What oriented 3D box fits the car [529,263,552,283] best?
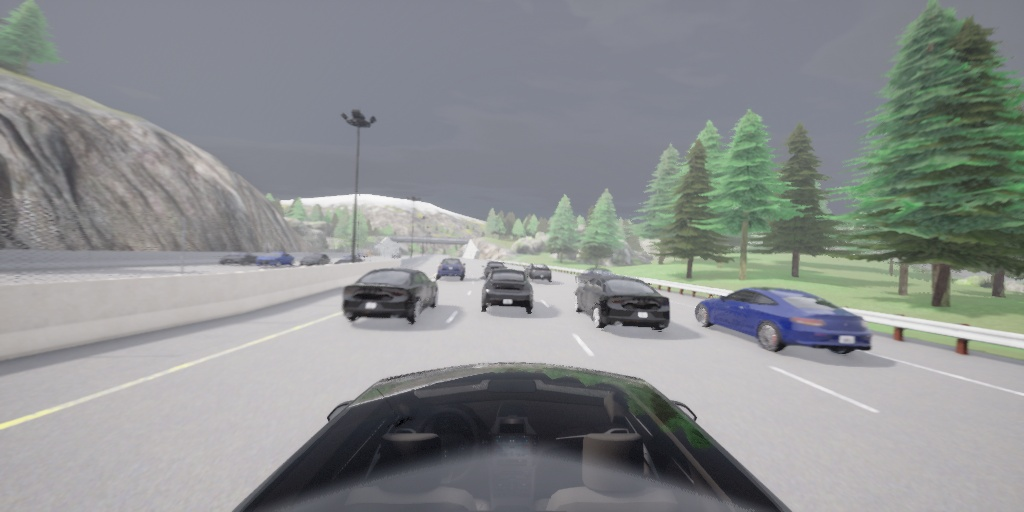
[{"bbox_3d":[2.052,1.360,30.090,2.128,1.511,4.902,2,0,-6],"label":"car"}]

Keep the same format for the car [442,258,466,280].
[{"bbox_3d":[-4.910,0.942,29.444,2.097,1.767,4.553,2,0,-6],"label":"car"}]

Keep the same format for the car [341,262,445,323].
[{"bbox_3d":[-3.627,1.095,11.553,1.882,1.535,5.008,2,0,-1],"label":"car"}]

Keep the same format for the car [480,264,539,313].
[{"bbox_3d":[-0.220,1.262,14.279,1.837,1.490,4.892,2,0,-2],"label":"car"}]

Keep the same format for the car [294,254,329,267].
[{"bbox_3d":[-20.309,0.491,37.252,1.837,1.490,4.892,2,0,-9],"label":"car"}]

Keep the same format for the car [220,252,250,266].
[{"bbox_3d":[-27.192,0.275,36.017,1.994,1.385,4.181,2,0,-9],"label":"car"}]

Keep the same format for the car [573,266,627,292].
[{"bbox_3d":[6.047,1.569,25.428,2.033,1.411,5.357,2,0,-5],"label":"car"}]

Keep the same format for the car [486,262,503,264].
[{"bbox_3d":[-1.480,1.232,30.200,1.837,1.490,4.892,2,0,-7],"label":"car"}]

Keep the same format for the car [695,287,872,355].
[{"bbox_3d":[6.898,1.561,9.721,1.812,1.442,4.674,2,0,-1],"label":"car"}]

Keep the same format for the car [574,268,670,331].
[{"bbox_3d":[3.356,1.374,11.830,1.882,1.535,5.008,2,0,-1],"label":"car"}]

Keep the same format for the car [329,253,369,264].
[{"bbox_3d":[-16.763,0.675,37.357,2.033,1.411,5.357,2,0,-9],"label":"car"}]

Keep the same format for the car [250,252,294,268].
[{"bbox_3d":[-23.646,0.329,36.045,1.882,1.535,5.008,2,0,-9],"label":"car"}]
